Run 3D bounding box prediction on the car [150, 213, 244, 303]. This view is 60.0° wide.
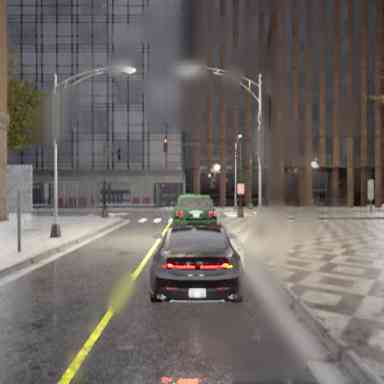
[{"bbox_3d":[0.086,1.487,8.159,1.837,1.490,4.892,0,0,0],"label":"car"}]

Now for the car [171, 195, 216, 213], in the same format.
[{"bbox_3d":[0.048,1.182,18.150,2.150,2.045,5.566,0,0,-3],"label":"car"}]
